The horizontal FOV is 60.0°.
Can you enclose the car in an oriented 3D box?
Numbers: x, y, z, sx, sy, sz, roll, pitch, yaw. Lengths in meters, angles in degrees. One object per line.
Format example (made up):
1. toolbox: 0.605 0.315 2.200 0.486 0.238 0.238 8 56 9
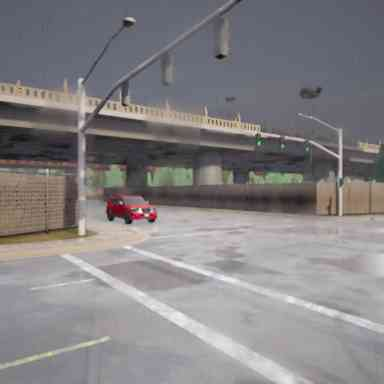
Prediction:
1. car: -4.775 1.268 25.512 2.150 2.045 5.566 0 0 -36
